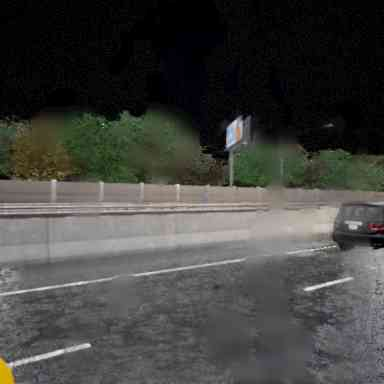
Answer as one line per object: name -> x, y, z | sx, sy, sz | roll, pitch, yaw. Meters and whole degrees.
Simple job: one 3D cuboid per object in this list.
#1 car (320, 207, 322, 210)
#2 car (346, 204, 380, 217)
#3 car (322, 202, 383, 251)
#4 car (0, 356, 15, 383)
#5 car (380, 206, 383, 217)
car -> 18.685, 2.219, 43.133 | 4.718, 1.301, 1.895 | 1, -1, -35
car -> 20.702, 2.181, 40.271 | 4.181, 1.385, 1.994 | 1, -1, -35
car -> 8.141, 1.432, 13.861 | 5.566, 2.045, 2.150 | 1, -1, -36
car -> -3.468, 1.448, 1.274 | 5.008, 1.535, 1.882 | 2, -1, -35
car -> 23.741, 2.239, 38.139 | 4.718, 1.301, 1.895 | 1, -1, -35
